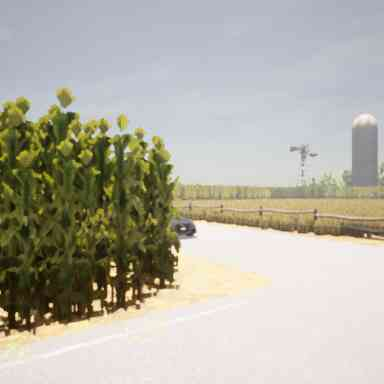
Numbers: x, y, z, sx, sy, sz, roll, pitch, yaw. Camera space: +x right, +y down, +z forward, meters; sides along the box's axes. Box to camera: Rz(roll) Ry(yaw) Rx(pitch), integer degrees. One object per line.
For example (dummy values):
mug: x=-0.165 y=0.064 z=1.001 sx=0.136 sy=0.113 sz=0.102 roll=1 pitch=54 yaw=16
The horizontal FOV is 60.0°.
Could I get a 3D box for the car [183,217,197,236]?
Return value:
car: x=-1.557 y=1.561 z=17.364 sx=1.994 sy=1.385 sz=4.181 roll=0 pitch=0 yaw=-35
